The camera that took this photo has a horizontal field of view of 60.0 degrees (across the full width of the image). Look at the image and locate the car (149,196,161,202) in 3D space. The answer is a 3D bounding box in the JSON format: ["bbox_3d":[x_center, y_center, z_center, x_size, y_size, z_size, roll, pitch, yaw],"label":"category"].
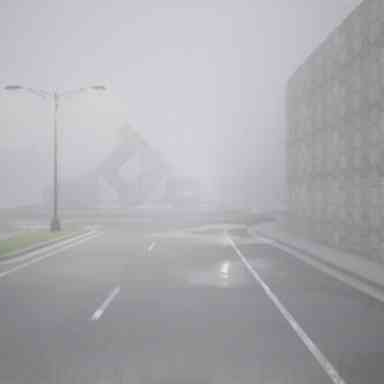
[{"bbox_3d":[-9.823,1.966,85.257,1.994,1.385,4.181,0,0,4],"label":"car"}]
